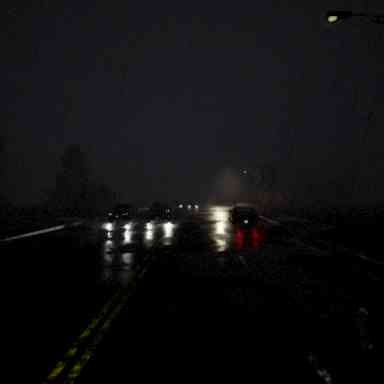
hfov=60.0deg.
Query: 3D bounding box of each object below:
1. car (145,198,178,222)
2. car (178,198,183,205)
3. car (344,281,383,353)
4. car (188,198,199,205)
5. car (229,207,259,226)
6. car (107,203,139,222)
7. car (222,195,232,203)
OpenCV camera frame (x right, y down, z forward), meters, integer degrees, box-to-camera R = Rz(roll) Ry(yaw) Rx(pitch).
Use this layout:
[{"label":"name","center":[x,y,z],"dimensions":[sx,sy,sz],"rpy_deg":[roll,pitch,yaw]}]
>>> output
[{"label":"car","center":[-2.681,1.583,28.847],"dimensions":[2.097,1.767,4.553],"rpy_deg":[0,0,3]},{"label":"car","center":[-2.948,1.992,69.779],"dimensions":[1.882,1.535,5.008],"rpy_deg":[0,0,6]},{"label":"car","center":[3.380,1.631,3.265],"dimensions":[1.895,1.301,4.718],"rpy_deg":[0,0,0]},{"label":"car","center":[0.283,2.036,69.429],"dimensions":[1.812,1.442,4.674],"rpy_deg":[0,0,6]},{"label":"car","center":[3.881,1.809,25.570],"dimensions":[1.895,1.301,4.718],"rpy_deg":[0,0,2]},{"label":"car","center":[-5.928,1.737,29.083],"dimensions":[1.837,1.490,4.892],"rpy_deg":[0,0,3]},{"label":"car","center":[9.083,2.061,89.123],"dimensions":[2.033,1.649,4.856],"rpy_deg":[0,0,7]}]
